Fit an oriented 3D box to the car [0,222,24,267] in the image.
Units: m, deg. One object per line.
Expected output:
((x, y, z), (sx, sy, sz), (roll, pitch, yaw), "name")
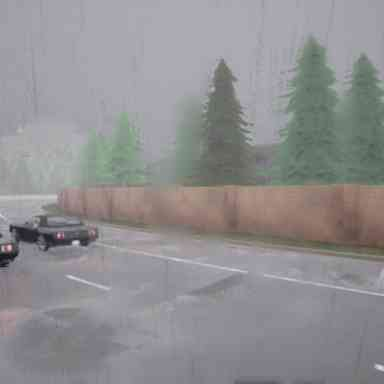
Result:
((-7.126, 1.567, 10.193), (4.718, 1.301, 1.895), (0, 0, 43), "car")

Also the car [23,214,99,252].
((-5.891, 1.572, 13.829), (4.718, 1.301, 1.895), (0, 0, 44), "car")
